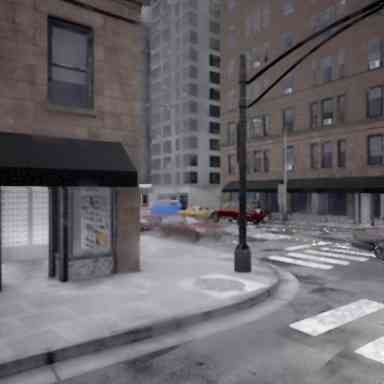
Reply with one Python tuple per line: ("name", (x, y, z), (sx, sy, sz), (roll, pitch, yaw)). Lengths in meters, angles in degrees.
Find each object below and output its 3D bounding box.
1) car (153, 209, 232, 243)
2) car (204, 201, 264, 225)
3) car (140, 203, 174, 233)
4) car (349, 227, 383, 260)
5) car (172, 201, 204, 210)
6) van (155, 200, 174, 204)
("car", (-0.121, 1.833, 17.663), (1.802, 1.307, 4.206), (-1, 0, -35))
("car", (3.618, 1.622, 27.095), (2.192, 1.841, 5.009), (-1, 0, -35))
("car", (-3.320, 1.760, 22.145), (1.967, 1.590, 4.097), (-1, 0, -35))
("car", (8.101, 1.642, 10.908), (2.033, 1.411, 5.357), (0, -1, -36))
("car", (0.328, 1.905, 31.715), (1.752, 1.417, 4.829), (-1, 0, -35))
("van", (-2.772, 1.789, 36.058), (1.690, 1.788, 3.998), (-1, 0, -35))
